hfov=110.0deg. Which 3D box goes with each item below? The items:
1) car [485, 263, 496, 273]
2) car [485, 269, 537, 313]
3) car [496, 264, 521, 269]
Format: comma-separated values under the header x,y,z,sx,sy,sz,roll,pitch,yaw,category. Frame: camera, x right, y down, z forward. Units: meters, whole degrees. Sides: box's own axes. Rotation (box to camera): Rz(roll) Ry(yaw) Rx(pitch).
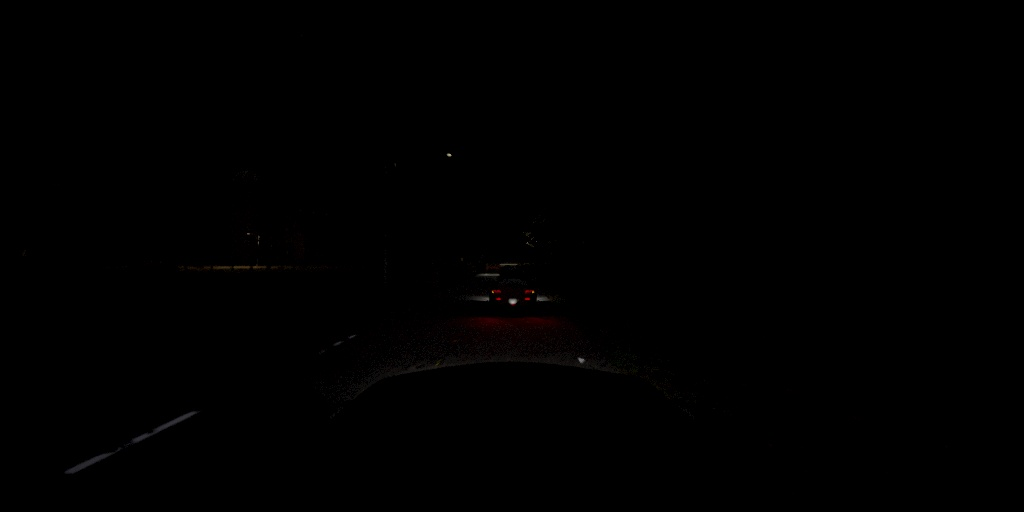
x,y,z,sx,sy,sz,roll,pitch,yaw,category
-2.837,1.798,52.551,1.882,1.535,5.008,0,-1,0,car
0.050,1.429,14.864,1.812,1.442,4.674,0,0,0,car
0.045,1.562,29.202,2.128,1.511,4.902,0,-1,0,car
